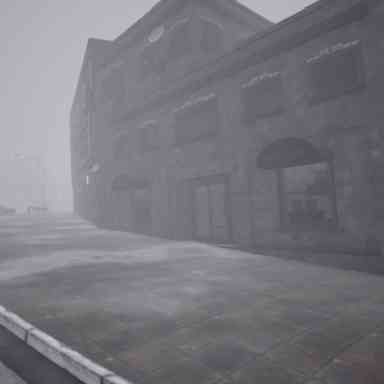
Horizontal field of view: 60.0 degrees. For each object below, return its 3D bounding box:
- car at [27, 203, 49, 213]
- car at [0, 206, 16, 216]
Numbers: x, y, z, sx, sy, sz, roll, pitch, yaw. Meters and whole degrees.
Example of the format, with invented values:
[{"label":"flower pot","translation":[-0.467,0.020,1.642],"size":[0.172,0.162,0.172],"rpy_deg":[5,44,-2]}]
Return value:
[{"label":"car","translation":[-23.967,2.437,51.676],"size":[1.812,1.442,4.674],"rpy_deg":[-3,-1,-2]},{"label":"car","translation":[-23.185,2.284,40.247],"size":[1.895,1.301,4.718],"rpy_deg":[-3,-1,-4]}]
